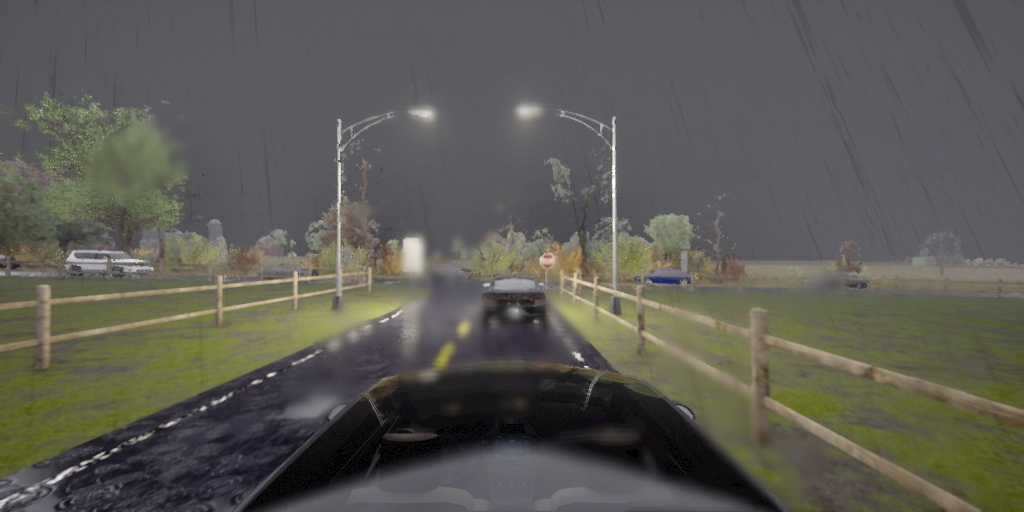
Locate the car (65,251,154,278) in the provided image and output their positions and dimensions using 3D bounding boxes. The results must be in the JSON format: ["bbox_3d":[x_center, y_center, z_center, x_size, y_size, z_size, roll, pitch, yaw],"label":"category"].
[{"bbox_3d":[-32.445,0.617,28.977,5.566,2.045,2.150,1,0,0],"label":"car"}]

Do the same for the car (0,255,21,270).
[{"bbox_3d":[-46.939,0.583,31.882,4.892,1.490,1.837,1,0,0],"label":"car"}]

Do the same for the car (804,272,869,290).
[{"bbox_3d":[28.788,2.200,31.912,4.902,1.511,2.128,1,0,0],"label":"car"}]

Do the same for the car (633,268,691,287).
[{"bbox_3d":[13.353,1.858,31.903,5.008,1.535,1.882,1,0,-1],"label":"car"}]

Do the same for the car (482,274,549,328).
[{"bbox_3d":[0.092,1.339,11.853,1.882,1.535,5.008,0,-1,0],"label":"car"}]

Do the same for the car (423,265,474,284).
[{"bbox_3d":[-5.375,1.480,29.914,4.902,1.511,2.128,2,0,37],"label":"car"}]

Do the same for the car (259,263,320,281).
[{"bbox_3d":[-17.939,1.275,28.973,4.181,1.385,1.994,1,0,0],"label":"car"}]
